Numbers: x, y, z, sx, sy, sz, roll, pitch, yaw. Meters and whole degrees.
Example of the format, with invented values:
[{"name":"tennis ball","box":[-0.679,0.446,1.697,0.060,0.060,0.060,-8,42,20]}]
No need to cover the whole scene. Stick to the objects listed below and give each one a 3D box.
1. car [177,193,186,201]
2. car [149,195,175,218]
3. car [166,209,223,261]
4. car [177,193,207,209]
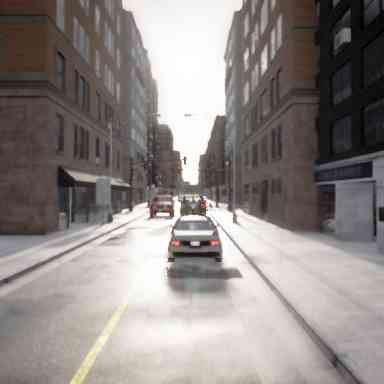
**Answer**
[{"name":"car","box":[-2.753,1.420,89.577,2.150,2.045,5.566,0,0,0]},{"name":"car","box":[-2.769,1.312,31.959,2.150,2.045,5.566,0,-1,0]},{"name":"car","box":[0.096,1.584,12.392,2.033,1.411,5.357,0,0,0]},{"name":"car","box":[0.101,1.292,27.886,2.150,2.045,5.566,0,-1,0]}]
